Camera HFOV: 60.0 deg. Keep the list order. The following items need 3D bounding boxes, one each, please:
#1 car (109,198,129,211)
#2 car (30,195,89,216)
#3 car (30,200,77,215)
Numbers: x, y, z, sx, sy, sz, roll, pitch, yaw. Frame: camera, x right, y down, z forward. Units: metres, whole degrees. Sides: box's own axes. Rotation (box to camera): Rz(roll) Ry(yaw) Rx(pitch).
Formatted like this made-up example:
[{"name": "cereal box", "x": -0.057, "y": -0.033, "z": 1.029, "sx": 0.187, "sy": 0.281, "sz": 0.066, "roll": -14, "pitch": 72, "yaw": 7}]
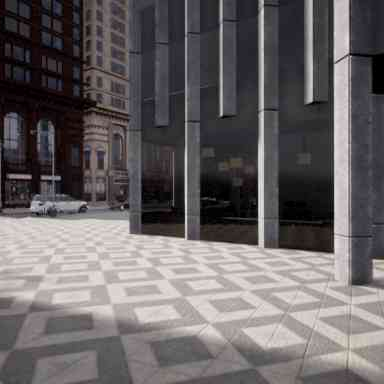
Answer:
[{"name": "car", "x": -8.632, "y": 1.599, "z": 43.496, "sx": 1.837, "sy": 1.490, "sz": 4.892, "roll": 0, "pitch": 0, "yaw": 36}, {"name": "car", "x": -12.705, "y": 1.279, "z": 32.292, "sx": 2.150, "sy": 2.045, "sz": 5.566, "roll": 0, "pitch": 0, "yaw": 36}, {"name": "car", "x": -14.589, "y": 1.629, "z": 35.167, "sx": 1.994, "sy": 1.385, "sz": 4.181, "roll": 0, "pitch": 0, "yaw": 36}]
